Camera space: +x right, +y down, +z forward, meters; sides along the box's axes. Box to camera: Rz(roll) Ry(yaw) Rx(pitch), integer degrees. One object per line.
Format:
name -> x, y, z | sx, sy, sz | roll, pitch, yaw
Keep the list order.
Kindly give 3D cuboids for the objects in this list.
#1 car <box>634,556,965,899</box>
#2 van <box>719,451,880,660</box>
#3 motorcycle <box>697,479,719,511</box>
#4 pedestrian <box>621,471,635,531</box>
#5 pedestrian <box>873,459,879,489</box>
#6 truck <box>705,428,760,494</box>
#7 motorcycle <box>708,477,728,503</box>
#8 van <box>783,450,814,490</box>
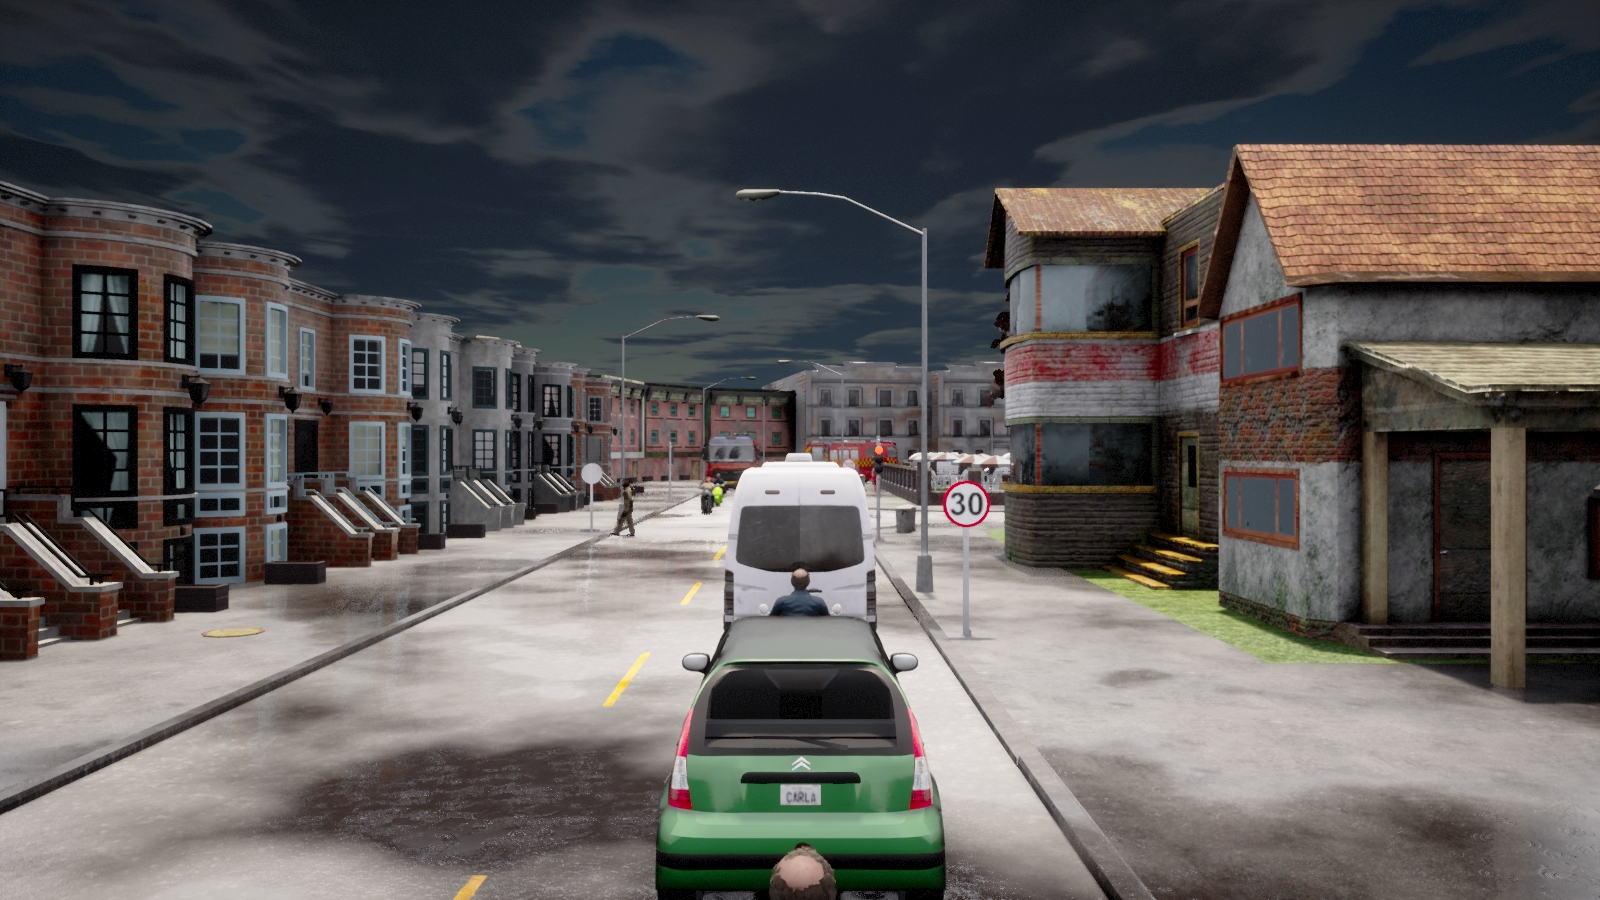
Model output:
car -> -0.003, 1.776, 8.385 | 1.851, 1.617, 3.988 | 0, 0, 0
van -> -0.006, 1.308, 17.043 | 1.988, 2.561, 5.915 | 0, 0, 0
motorcycle -> -4.005, 1.931, 49.716 | 0.764, 1.277, 2.356 | 0, 0, 0
pedestrian -> -5.471, 1.615, 36.296 | 0.375, 1.860, 0.375 | 0, 0, 1
pedestrian -> 4.757, 1.499, 71.353 | 0.375, 1.860, 0.375 | 0, 0, 0
truck -> -4.029, 0.644, 70.406 | 2.891, 3.827, 8.468 | 0, 0, 0
motorcycle -> -4.009, 1.941, 56.059 | 0.856, 1.236, 1.805 | 0, 0, 0
van -> -0.062, 1.286, 75.814 | 1.988, 2.561, 5.915 | 0, 0, 0
